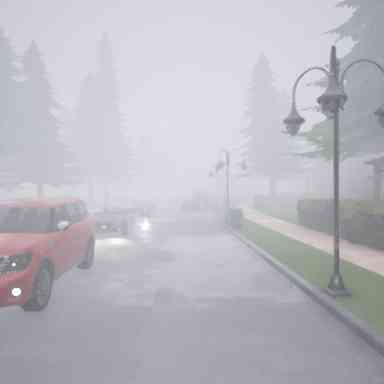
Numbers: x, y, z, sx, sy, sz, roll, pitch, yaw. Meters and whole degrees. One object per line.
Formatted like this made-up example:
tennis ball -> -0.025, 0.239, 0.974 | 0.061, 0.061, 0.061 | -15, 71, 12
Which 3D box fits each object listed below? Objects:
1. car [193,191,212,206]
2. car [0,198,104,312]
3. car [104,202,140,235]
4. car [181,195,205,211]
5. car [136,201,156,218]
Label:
car -> 1.428, 0.910, 47.218 | 2.150, 2.045, 5.566 | 0, 0, 12
car -> -3.899, 1.193, 7.939 | 2.150, 2.045, 5.566 | 0, 0, -2
car -> -4.241, 1.475, 17.830 | 1.994, 1.385, 4.181 | 0, 0, -1
car -> -0.007, 1.324, 37.249 | 1.994, 1.385, 4.181 | 0, 0, 7
car -> -4.303, 1.444, 28.471 | 1.895, 1.301, 4.718 | 0, 0, 2
